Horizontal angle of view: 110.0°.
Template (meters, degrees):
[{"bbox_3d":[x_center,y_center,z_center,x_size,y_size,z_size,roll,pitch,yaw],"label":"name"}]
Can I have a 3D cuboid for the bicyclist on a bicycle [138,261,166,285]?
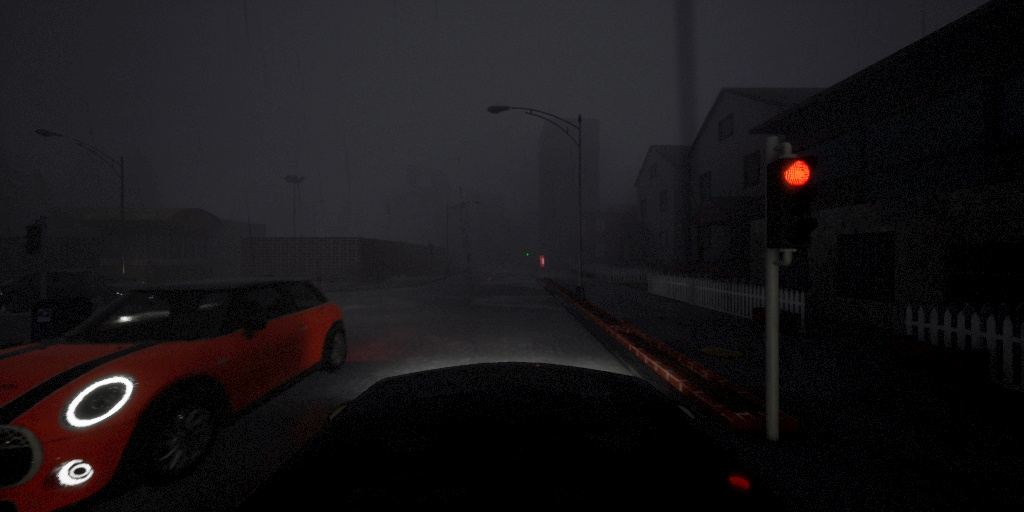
[{"bbox_3d":[-21.736,1.099,21.663,0.582,1.620,1.656,0,0,0],"label":"bicyclist on a bicycle"}]

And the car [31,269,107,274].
[{"bbox_3d":[-15.750,1.253,13.261,4.892,1.490,1.837,1,0,0],"label":"car"}]

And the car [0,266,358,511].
[{"bbox_3d":[-3.986,1.102,4.577,2.097,1.767,4.553,0,0,-2],"label":"car"}]
